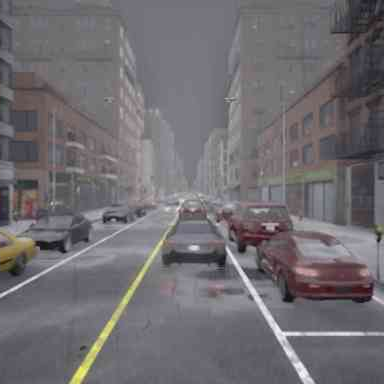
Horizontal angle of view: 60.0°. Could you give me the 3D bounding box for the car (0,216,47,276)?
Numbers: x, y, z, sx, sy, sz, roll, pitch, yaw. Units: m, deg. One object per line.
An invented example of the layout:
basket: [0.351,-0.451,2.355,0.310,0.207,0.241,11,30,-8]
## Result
car: [-5.386,1.522,7.757,1.752,1.417,4.829,0,0,0]

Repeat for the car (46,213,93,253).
car: [-5.384,1.559,13.609,1.947,1.339,4.313,0,0,0]

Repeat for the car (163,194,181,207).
car: [-2.819,1.470,49.128,1.837,1.490,4.892,0,0,0]

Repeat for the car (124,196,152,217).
car: [-5.381,1.295,30.654,2.192,1.841,5.009,0,0,0]

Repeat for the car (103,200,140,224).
car: [-5.382,1.550,24.972,1.947,1.339,4.313,0,0,0]

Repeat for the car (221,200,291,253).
car: [2.641,1.308,13.613,2.192,1.841,5.009,0,0,0]

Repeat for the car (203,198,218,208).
car: [2.648,1.534,47.700,1.947,1.339,4.313,0,0,0]

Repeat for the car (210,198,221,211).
car: [2.643,1.425,24.975,1.967,1.590,4.097,0,0,0]

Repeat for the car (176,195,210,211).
car: [0.076,1.334,26.353,2.097,1.767,4.553,0,0,0]

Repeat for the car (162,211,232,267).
car: [0.074,1.558,11.463,1.994,1.385,4.181,0,0,0]

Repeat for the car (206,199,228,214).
car: [2.646,1.527,36.338,2.008,1.369,4.403,0,0,0]

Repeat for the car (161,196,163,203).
car: [-5.375,1.540,59.063,1.802,1.307,4.206,0,0,0]

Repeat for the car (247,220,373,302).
car: [2.639,1.579,7.932,1.802,1.307,4.206,0,0,0]

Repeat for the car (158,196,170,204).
car: [-5.373,1.504,64.745,2.008,1.369,4.403,0,0,0]

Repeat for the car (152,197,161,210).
car: [-5.378,1.412,42.018,1.967,1.590,4.097,0,0,0]
